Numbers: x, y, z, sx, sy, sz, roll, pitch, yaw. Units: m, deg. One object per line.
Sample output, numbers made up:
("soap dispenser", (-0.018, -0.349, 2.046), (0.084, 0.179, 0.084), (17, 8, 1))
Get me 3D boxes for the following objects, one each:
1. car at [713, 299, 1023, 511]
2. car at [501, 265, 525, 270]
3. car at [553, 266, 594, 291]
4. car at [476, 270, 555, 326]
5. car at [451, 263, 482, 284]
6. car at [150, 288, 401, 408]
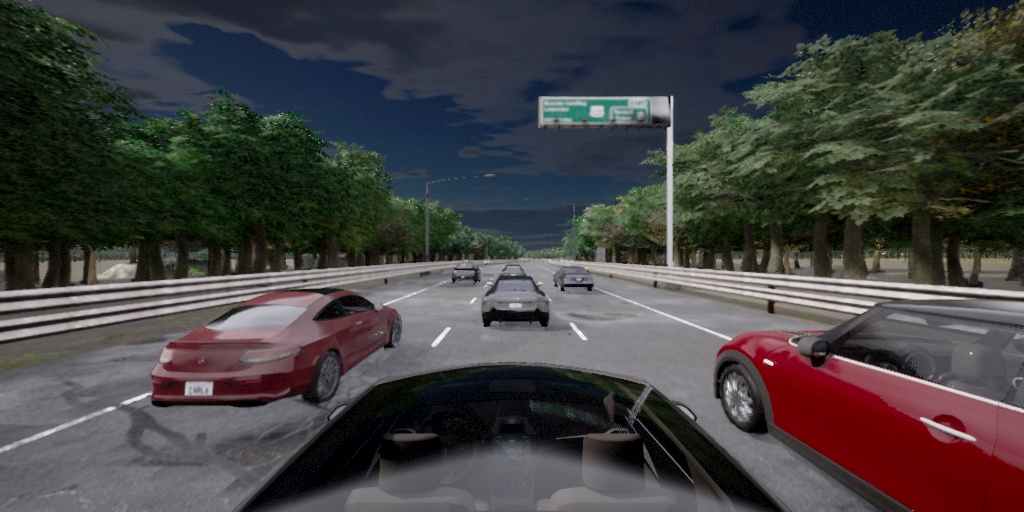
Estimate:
("car", (3.601, 1.102, 2.692), (2.097, 1.767, 4.553), (0, 0, 0))
("car", (0.100, 1.349, 28.008), (1.994, 1.385, 4.181), (0, 0, 0))
("car", (3.602, 1.317, 21.810), (2.033, 1.411, 5.357), (0, 0, 0))
("car", (0.101, 1.319, 11.770), (1.994, 1.385, 4.181), (0, 0, 0))
("car", (-3.400, 1.275, 27.391), (2.128, 1.511, 4.902), (0, 0, 0))
("car", (-3.399, 1.277, 6.194), (1.812, 1.442, 4.674), (0, 0, 0))
